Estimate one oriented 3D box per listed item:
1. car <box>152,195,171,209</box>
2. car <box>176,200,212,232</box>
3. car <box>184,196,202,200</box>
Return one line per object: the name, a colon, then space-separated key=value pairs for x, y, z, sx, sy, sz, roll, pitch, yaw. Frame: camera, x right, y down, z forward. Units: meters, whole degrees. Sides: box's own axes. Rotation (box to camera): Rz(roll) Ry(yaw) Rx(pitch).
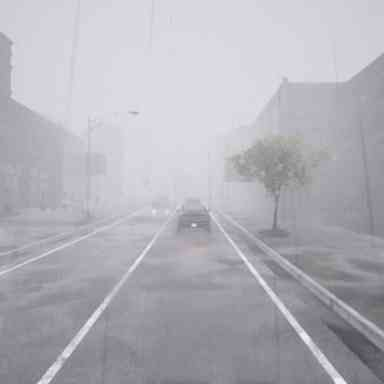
car: x=-3.546 y=1.173 z=39.373 sx=1.837 sy=1.490 sz=4.892 roll=0 pitch=0 yaw=0
car: x=0.106 y=1.438 z=19.649 sx=1.837 sy=1.490 sz=4.892 roll=0 pitch=1 yaw=0
car: x=0.112 y=1.201 z=37.705 sx=1.837 sy=1.490 sz=4.892 roll=0 pitch=1 yaw=0
